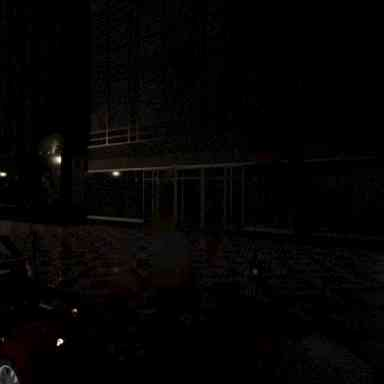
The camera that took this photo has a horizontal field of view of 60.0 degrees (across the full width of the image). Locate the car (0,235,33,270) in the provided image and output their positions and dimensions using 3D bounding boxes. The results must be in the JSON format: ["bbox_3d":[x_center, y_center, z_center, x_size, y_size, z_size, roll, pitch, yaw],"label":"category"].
[{"bbox_3d":[-4.770,1.439,6.346,4.097,1.590,1.967,0,0,35],"label":"car"}]

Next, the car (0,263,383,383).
[{"bbox_3d":[-0.176,1.582,3.081,4.206,1.307,1.802,0,0,35],"label":"car"}]
